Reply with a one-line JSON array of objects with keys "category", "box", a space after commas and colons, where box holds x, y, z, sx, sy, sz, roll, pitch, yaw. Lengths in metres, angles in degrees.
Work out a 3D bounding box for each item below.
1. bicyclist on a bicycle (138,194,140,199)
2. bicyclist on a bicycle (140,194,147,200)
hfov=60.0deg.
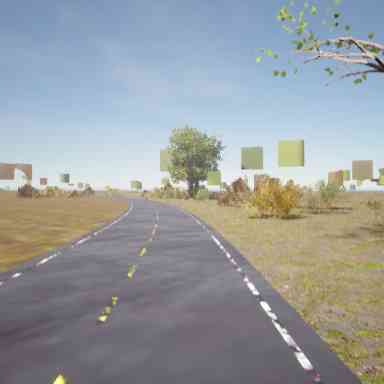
[{"category": "bicyclist on a bicycle", "box": [-14.787, 1.354, 93.499, 0.866, 1.612, 1.509, 1, 1, -19]}, {"category": "bicyclist on a bicycle", "box": [-11.980, 1.345, 84.874, 0.866, 1.612, 1.509, 2, 1, -17]}]
